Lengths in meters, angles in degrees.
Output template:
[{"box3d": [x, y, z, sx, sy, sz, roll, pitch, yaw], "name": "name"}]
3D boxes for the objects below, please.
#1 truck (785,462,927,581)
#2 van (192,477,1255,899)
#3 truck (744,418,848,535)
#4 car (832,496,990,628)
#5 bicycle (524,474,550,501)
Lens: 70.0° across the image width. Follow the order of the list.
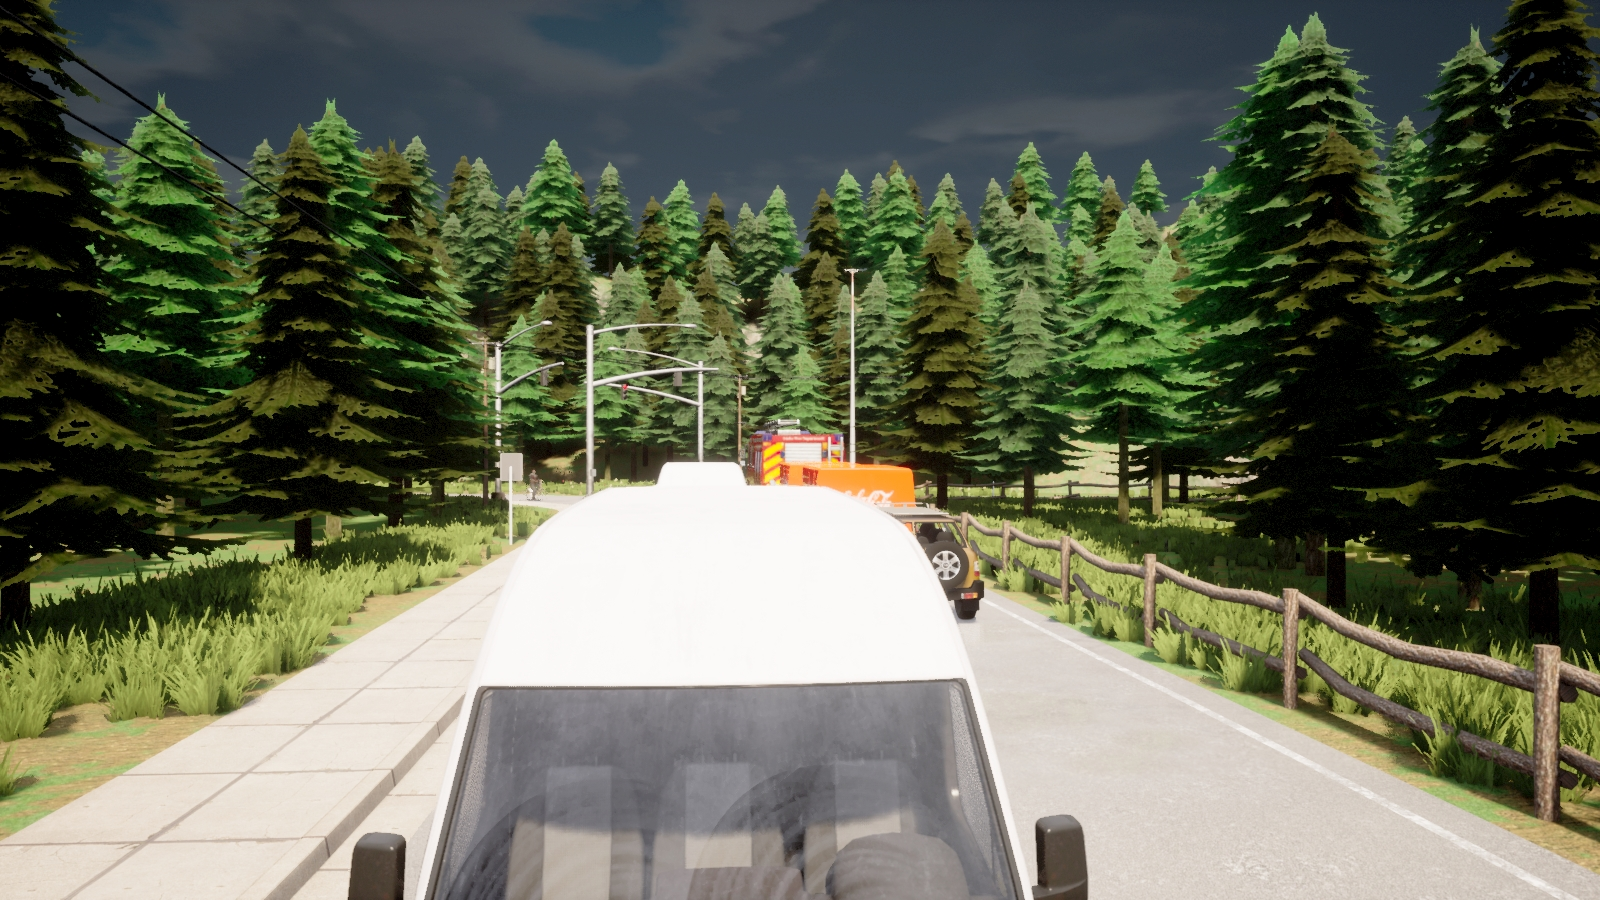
[{"box3d": [1.157, 1.541, 26.866, 2.627, 2.467, 5.204, 0, 0, -5], "name": "truck"}, {"box3d": [-0.340, 1.497, 5.100, 1.988, 2.561, 5.915, 0, 1, -5], "name": "van"}, {"box3d": [-0.330, 0.864, 41.732, 2.891, 3.827, 8.468, 0, 0, -6], "name": "truck"}, {"box3d": [1.806, 1.837, 20.136, 1.932, 1.855, 4.605, 0, 0, -5], "name": "car"}, {"box3d": [-14.337, 2.034, 62.298, 1.835, 1.471, 0.329, 0, 0, 39], "name": "bicycle"}]
